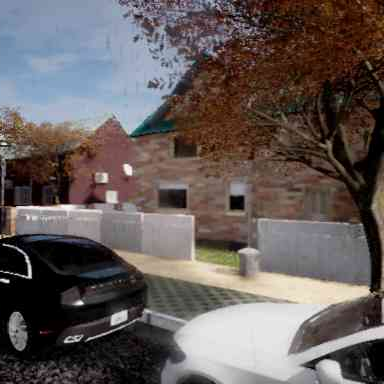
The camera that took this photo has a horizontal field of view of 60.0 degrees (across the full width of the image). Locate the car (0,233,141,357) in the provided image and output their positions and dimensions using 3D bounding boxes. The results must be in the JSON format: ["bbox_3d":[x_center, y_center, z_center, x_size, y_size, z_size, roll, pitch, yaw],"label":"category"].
[{"bbox_3d":[-2.994,1.532,6.111,4.892,1.490,1.837,0,0,36],"label":"car"}]

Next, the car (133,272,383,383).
[{"bbox_3d":[1.879,1.539,2.609,4.674,1.442,1.812,0,0,36],"label":"car"}]
